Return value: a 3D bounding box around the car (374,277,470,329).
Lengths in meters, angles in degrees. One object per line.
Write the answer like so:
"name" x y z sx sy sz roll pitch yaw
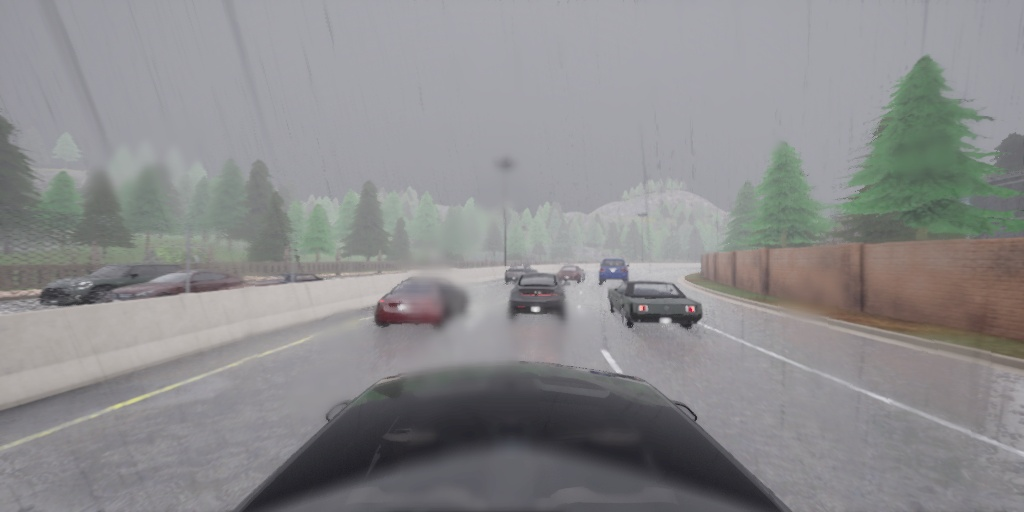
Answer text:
"car" -2.671 1.369 11.529 1.994 1.385 4.181 0 0 6

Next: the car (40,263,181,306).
"car" -16.460 1.103 15.346 2.097 1.767 4.553 0 0 8

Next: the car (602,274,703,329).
"car" 4.343 1.449 11.734 1.895 1.301 4.718 0 0 7

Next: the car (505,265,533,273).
"car" 0.838 1.440 28.491 2.128 1.511 4.902 0 0 17

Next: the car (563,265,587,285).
"car" 5.041 1.512 30.248 1.812 1.442 4.674 0 0 18

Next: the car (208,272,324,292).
"car" -9.494 1.391 15.013 1.895 1.301 4.718 0 0 8

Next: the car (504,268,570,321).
"car" 1.031 1.343 13.012 1.837 1.490 4.892 0 0 7

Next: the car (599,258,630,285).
"car" 8.321 1.219 29.124 2.150 2.045 5.566 0 0 18

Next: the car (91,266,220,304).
"car" -13.073 1.290 14.440 1.812 1.442 4.674 0 0 7
